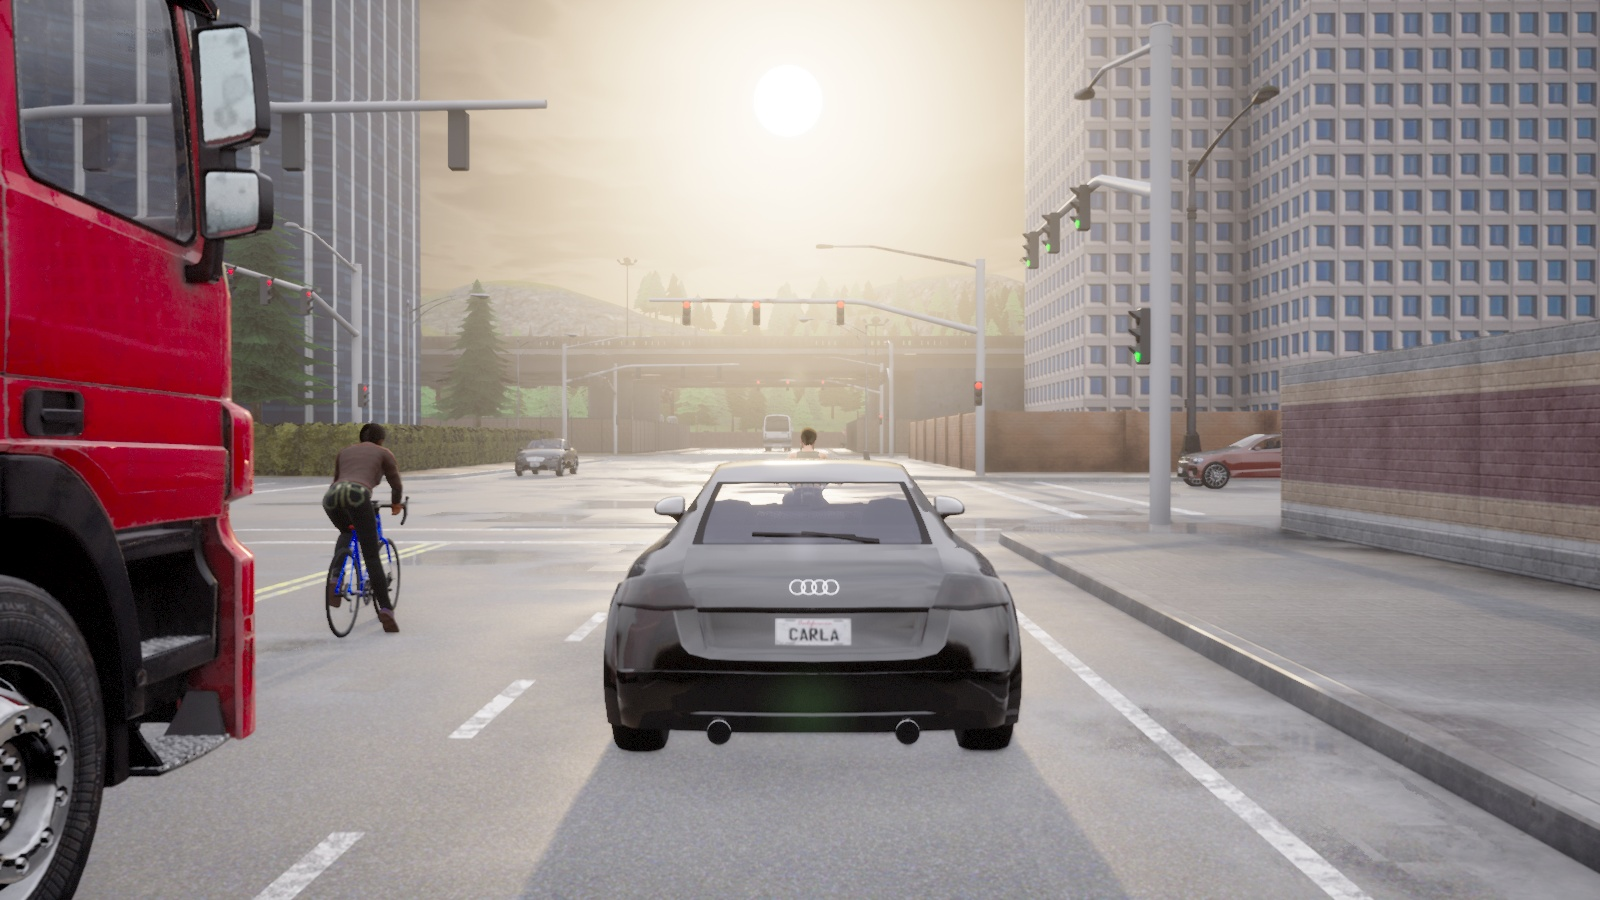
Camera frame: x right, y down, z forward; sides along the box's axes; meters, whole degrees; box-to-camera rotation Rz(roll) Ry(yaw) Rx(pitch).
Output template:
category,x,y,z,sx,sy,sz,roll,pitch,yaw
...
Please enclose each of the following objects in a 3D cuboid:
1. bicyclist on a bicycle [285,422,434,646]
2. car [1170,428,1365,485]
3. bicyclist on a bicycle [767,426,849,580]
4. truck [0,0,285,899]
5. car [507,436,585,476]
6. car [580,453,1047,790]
category,x,y,z,sx,sy,sz,roll,pitch,yaw
bicyclist on a bicycle,-3.427,0.602,9.901,0.582,1.620,1.656,0,0,0
car,13.924,0.179,37.611,5.027,1.651,2.152,0,1,1
bicyclist on a bicycle,0.091,0.550,13.972,0.866,1.612,1.509,0,1,0
truck,-3.478,-0.248,0.931,2.891,3.462,7.936,0,1,0
car,-10.190,0.213,50.758,2.128,1.511,4.902,0,1,0
car,0.059,0.739,7.452,1.994,1.385,4.181,0,1,0
